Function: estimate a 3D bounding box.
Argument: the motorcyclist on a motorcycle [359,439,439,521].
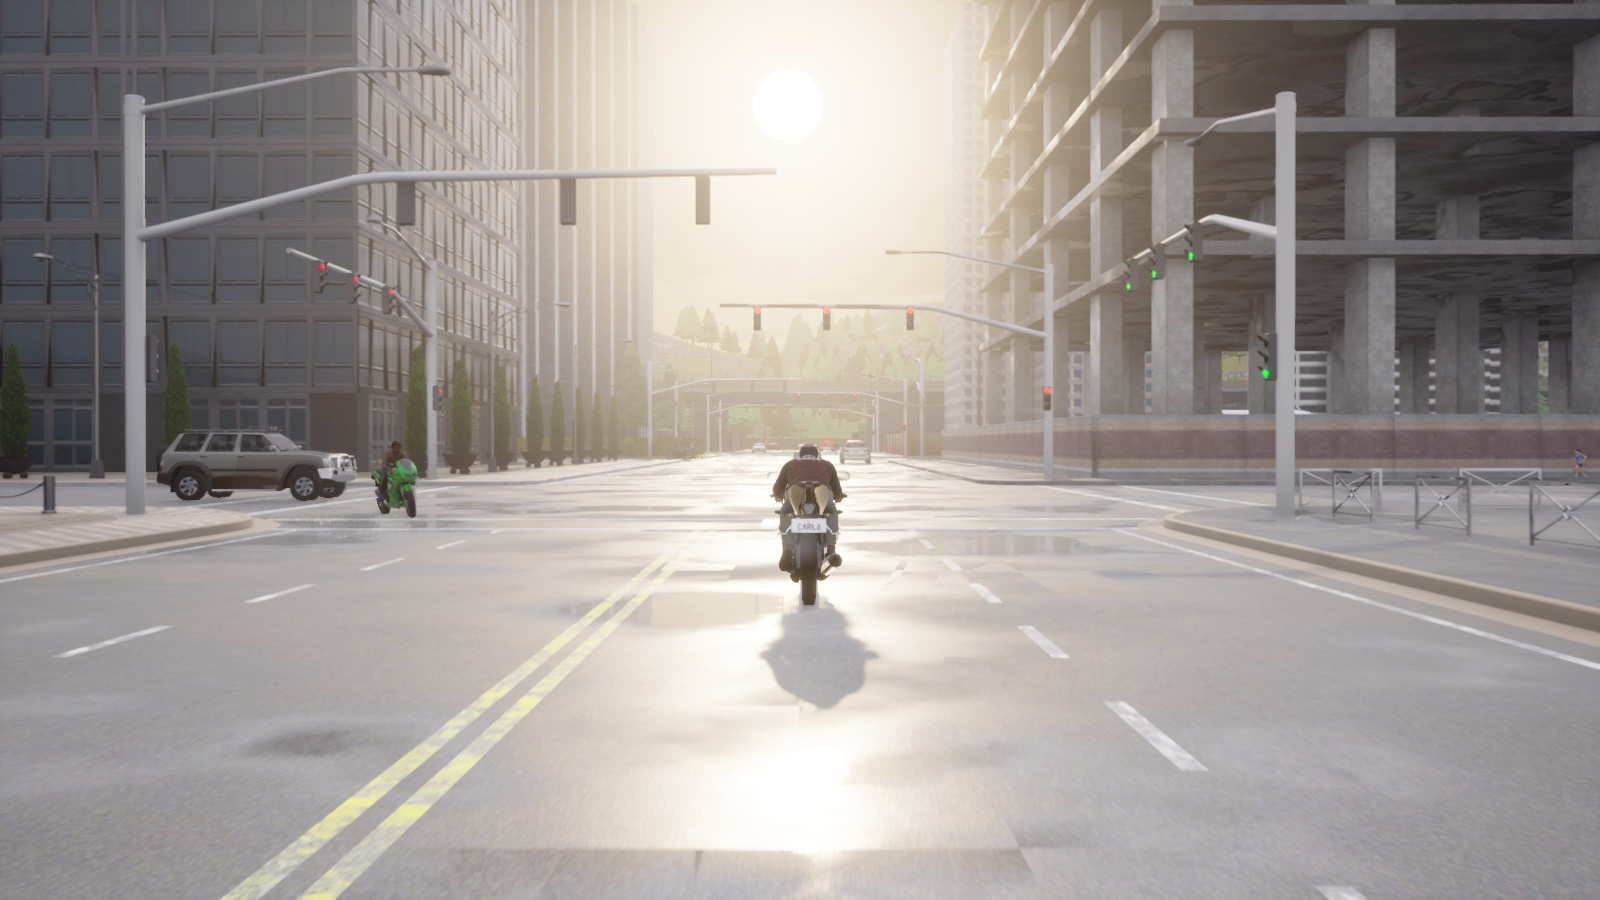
[{"bbox_3d":[-7.961,0.558,24.857,0.797,1.523,2.044,-4,3,-37],"label":"motorcyclist on a motorcycle"}]

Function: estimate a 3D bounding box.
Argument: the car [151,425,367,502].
[{"bbox_3d":[-13.599,0.324,31.760,4.605,1.855,1.932,0,0,0],"label":"car"}]

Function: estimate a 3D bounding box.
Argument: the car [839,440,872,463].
[{"bbox_3d":[4.041,0.075,92.106,2.242,1.667,4.611,0,0,0],"label":"car"}]

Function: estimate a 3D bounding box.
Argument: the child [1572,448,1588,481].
[{"bbox_3d":[26.927,0.500,43.332,0.394,1.110,0.255,0,0,9],"label":"child"}]

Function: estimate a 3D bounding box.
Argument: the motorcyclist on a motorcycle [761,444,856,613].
[{"bbox_3d":[0.087,0.711,12.524,0.866,1.530,2.191,0,0,0],"label":"motorcyclist on a motorcycle"}]
